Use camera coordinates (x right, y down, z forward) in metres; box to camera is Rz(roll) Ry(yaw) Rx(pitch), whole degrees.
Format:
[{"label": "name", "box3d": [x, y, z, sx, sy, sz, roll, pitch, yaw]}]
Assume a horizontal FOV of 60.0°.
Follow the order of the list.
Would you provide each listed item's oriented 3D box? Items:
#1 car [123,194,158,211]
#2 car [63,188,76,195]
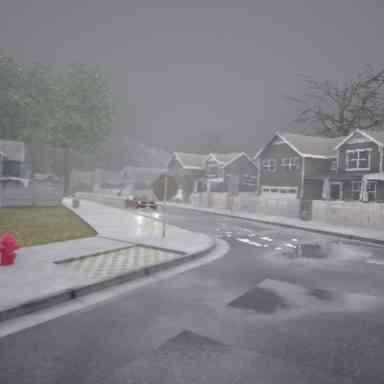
[{"label": "car", "box3d": [-4.516, 0.892, 29.012, 1.895, 1.301, 4.718, 2, 0, -26]}, {"label": "car", "box3d": [-24.050, -0.164, 64.895, 1.882, 1.535, 5.008, 2, 0, -31]}]
